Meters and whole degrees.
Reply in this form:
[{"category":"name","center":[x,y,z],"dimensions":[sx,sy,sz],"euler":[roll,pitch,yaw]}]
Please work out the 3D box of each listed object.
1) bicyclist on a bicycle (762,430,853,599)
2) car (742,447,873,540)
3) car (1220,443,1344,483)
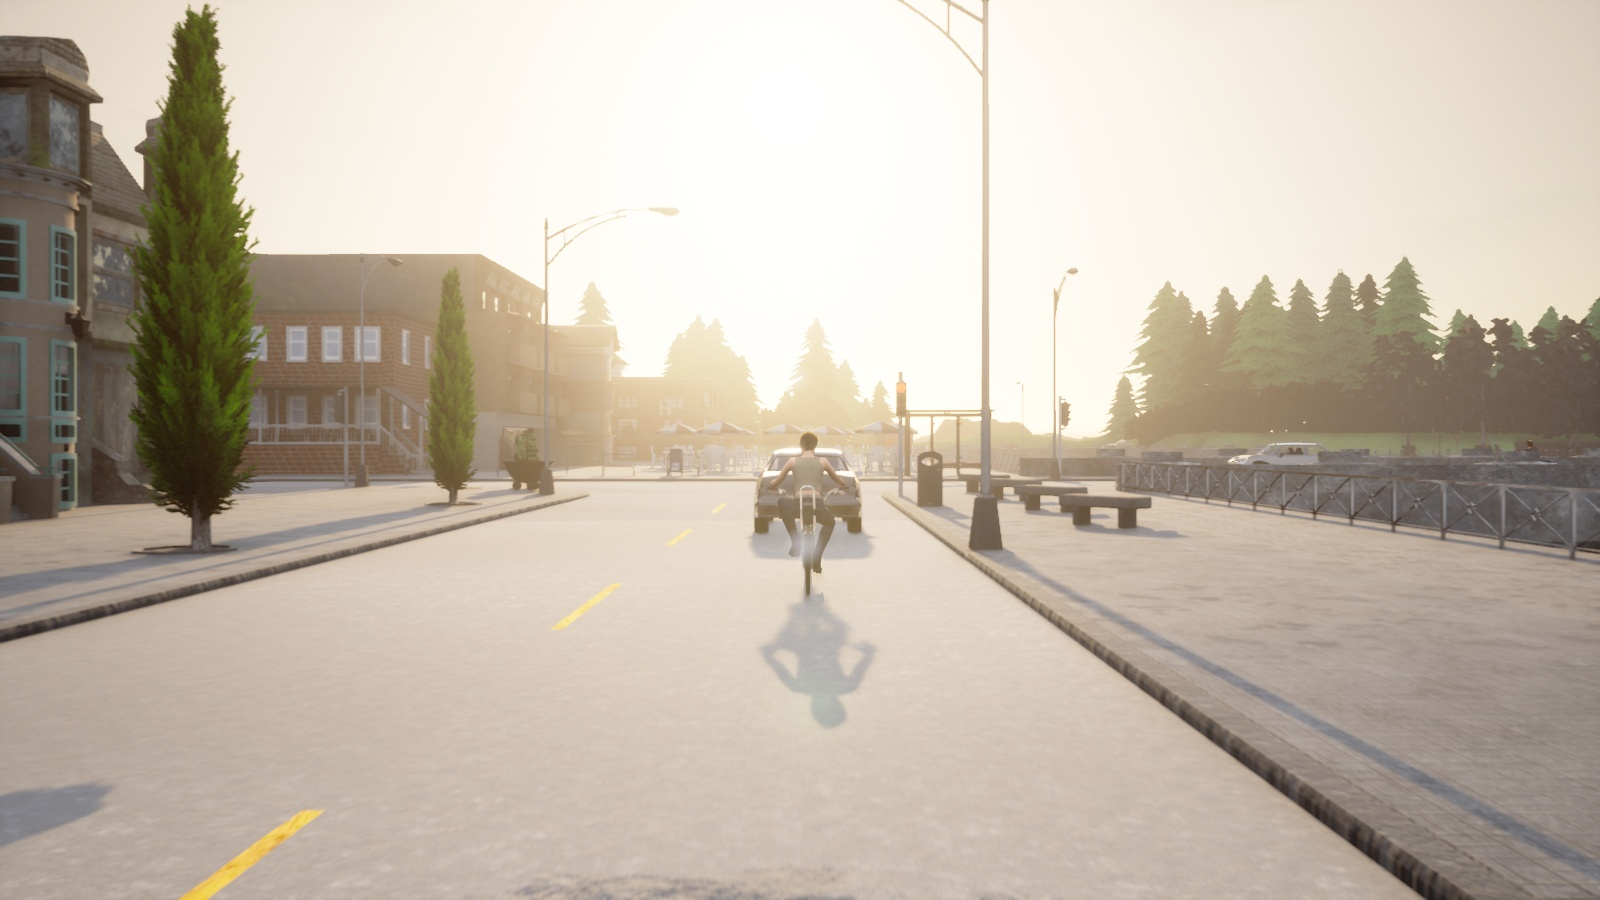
[{"category":"bicyclist on a bicycle","center":[0.081,0.611,12.718],"dimensions":[0.866,1.612,1.509],"euler":[0,0,1]},{"category":"car","center":[0.138,0.669,22.174],"dimensions":[2.033,1.411,5.357],"euler":[0,0,0]},{"category":"car","center":[17.754,0.465,46.389],"dimensions":[3.806,1.475,1.970],"euler":[0,0,0]}]
